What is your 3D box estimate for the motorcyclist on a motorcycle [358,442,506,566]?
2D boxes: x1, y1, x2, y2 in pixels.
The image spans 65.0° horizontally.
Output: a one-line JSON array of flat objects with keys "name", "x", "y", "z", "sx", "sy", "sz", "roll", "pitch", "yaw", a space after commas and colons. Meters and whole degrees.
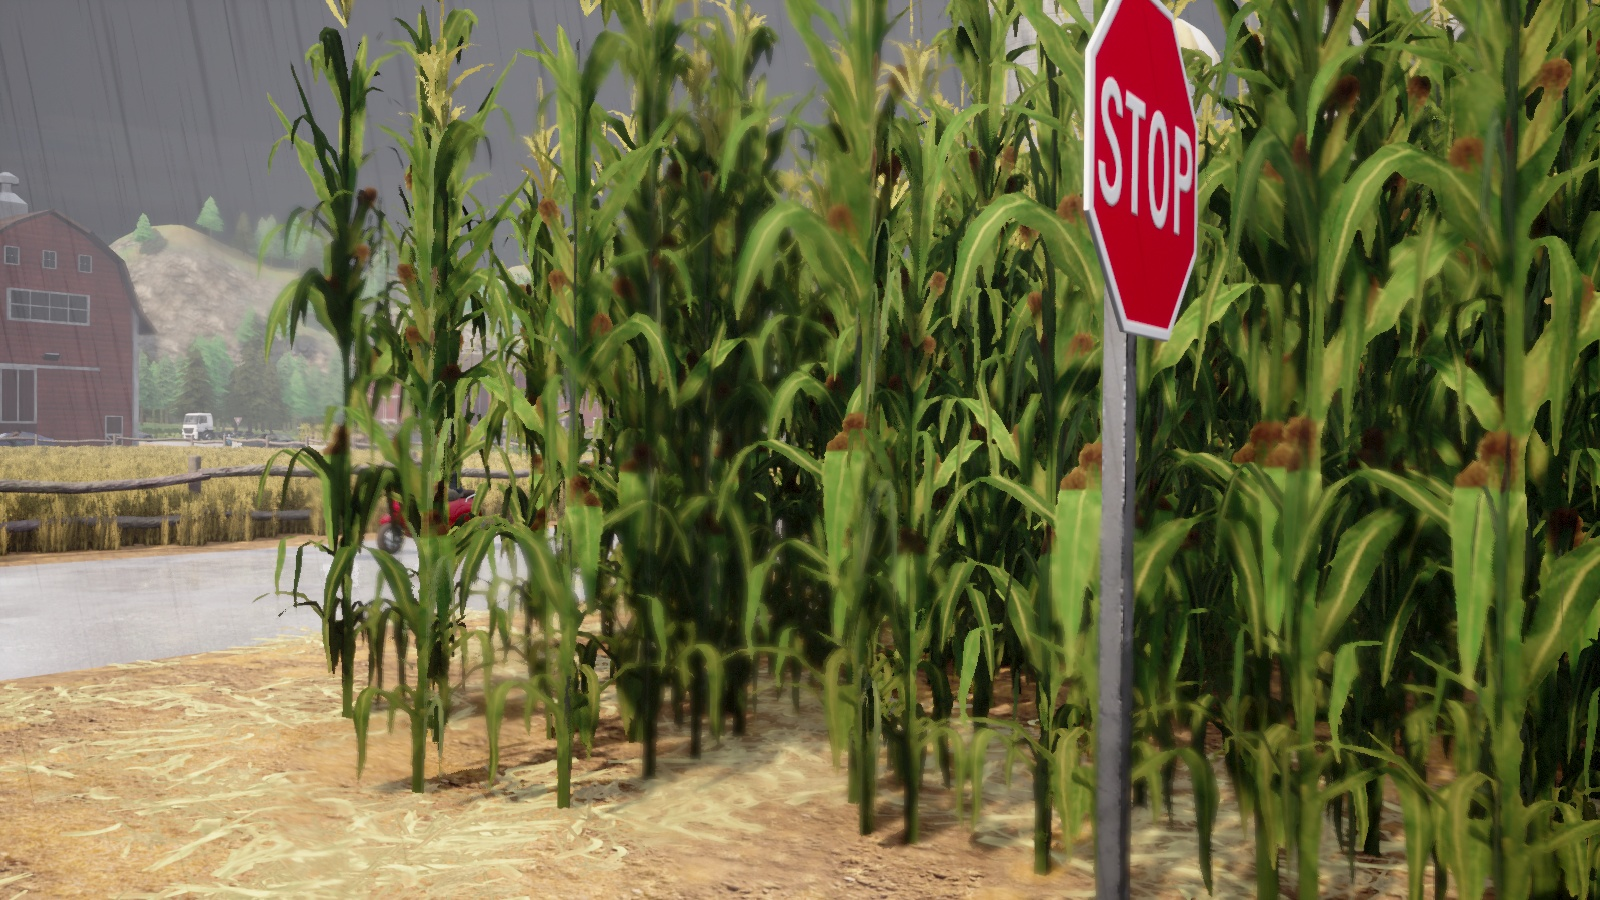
[{"name": "motorcyclist on a motorcycle", "x": -5.014, "y": 0.695, "z": 17.219, "sx": 0.866, "sy": 1.590, "sz": 1.817, "roll": 0, "pitch": 1, "yaw": 33}]

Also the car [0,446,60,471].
[{"name": "car", "x": -46.175, "y": 0.494, "z": 73.351, "sx": 1.812, "sy": 1.442, "sz": 4.674, "roll": 0, "pitch": 1, "yaw": 38}]

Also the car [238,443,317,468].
[{"name": "car", "x": -31.142, "y": 0.314, "z": 74.835, "sx": 4.193, "sy": 1.474, "sz": 1.816, "roll": 0, "pitch": 1, "yaw": 20}]
